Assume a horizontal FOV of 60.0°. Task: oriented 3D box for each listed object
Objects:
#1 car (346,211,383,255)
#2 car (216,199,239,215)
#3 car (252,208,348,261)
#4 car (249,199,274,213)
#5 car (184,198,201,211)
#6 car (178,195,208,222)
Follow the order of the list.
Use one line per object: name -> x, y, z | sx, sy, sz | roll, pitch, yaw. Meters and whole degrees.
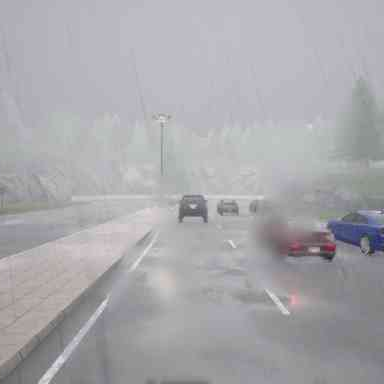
car -> 7.101, 1.477, 13.264 | 1.882, 1.535, 5.008 | 0, 0, 0
car -> 3.596, 1.491, 33.956 | 2.128, 1.511, 4.902 | 0, 0, 0
car -> 3.600, 1.526, 12.100 | 1.812, 1.442, 4.674 | 0, 0, 0
car -> 7.097, 1.490, 34.240 | 2.128, 1.511, 4.902 | 0, 0, 0
car -> 0.084, 1.547, 41.124 | 2.033, 1.411, 5.357 | 0, 0, 0
car -> 0.088, 1.220, 26.674 | 2.150, 2.045, 5.566 | 0, 0, 0
